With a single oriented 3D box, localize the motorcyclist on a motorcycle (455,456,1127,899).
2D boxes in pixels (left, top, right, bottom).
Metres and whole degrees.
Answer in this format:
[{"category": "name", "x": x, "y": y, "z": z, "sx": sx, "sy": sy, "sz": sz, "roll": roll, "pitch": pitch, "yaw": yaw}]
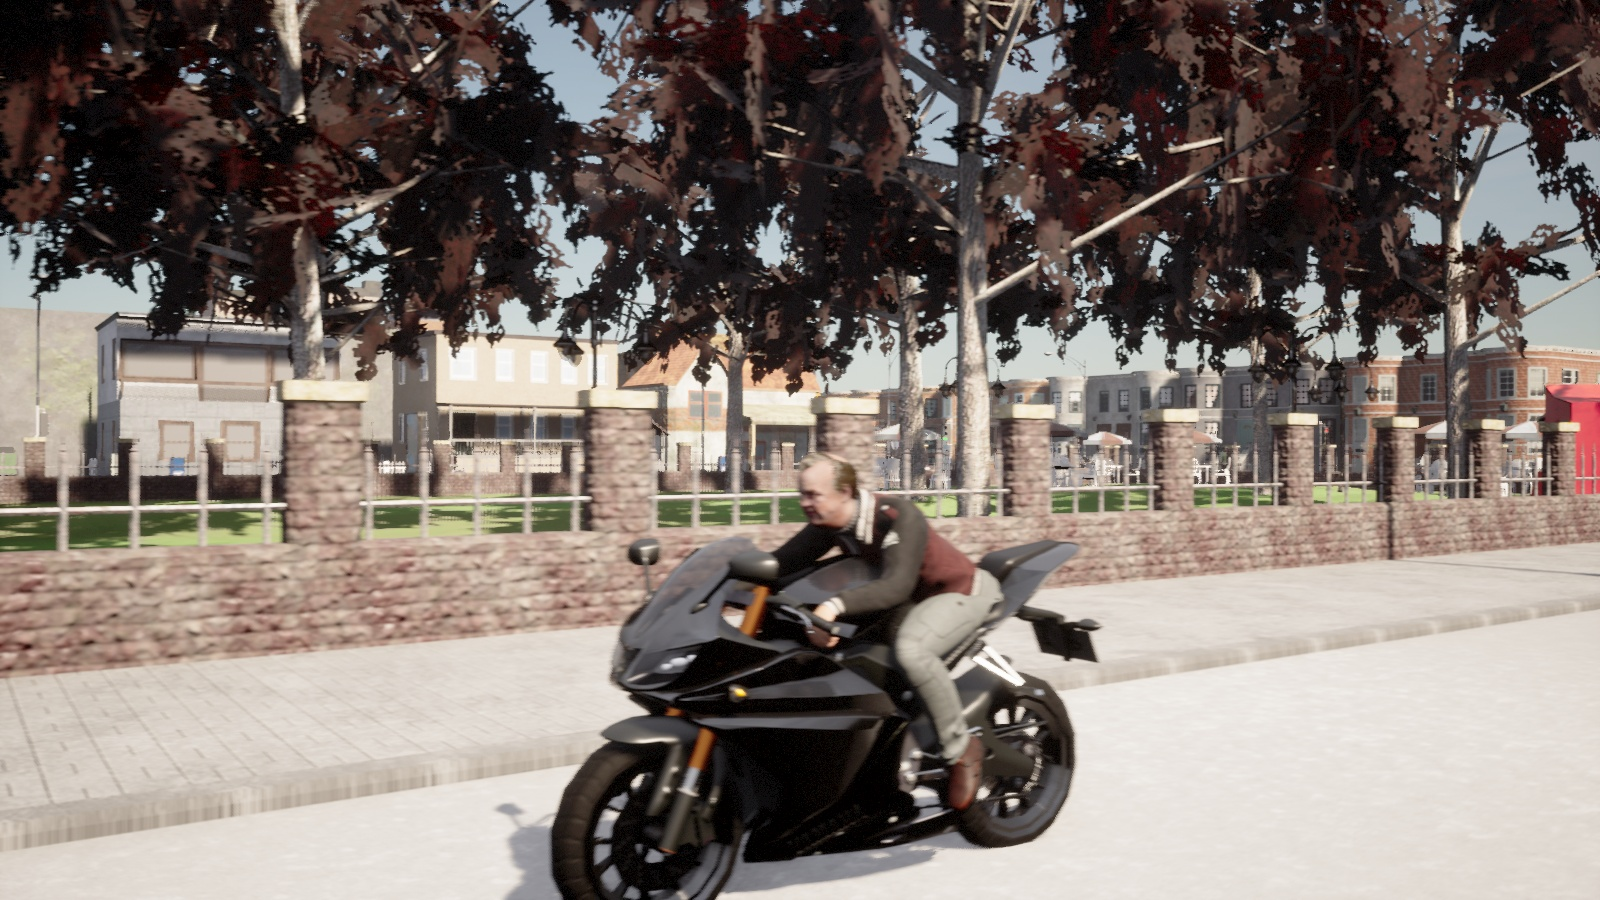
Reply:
[{"category": "motorcyclist on a motorcycle", "x": 0.042, "y": 0.790, "z": 4.298, "sx": 2.191, "sy": 1.530, "sz": 0.866, "roll": 0, "pitch": 0, "yaw": -35}]
